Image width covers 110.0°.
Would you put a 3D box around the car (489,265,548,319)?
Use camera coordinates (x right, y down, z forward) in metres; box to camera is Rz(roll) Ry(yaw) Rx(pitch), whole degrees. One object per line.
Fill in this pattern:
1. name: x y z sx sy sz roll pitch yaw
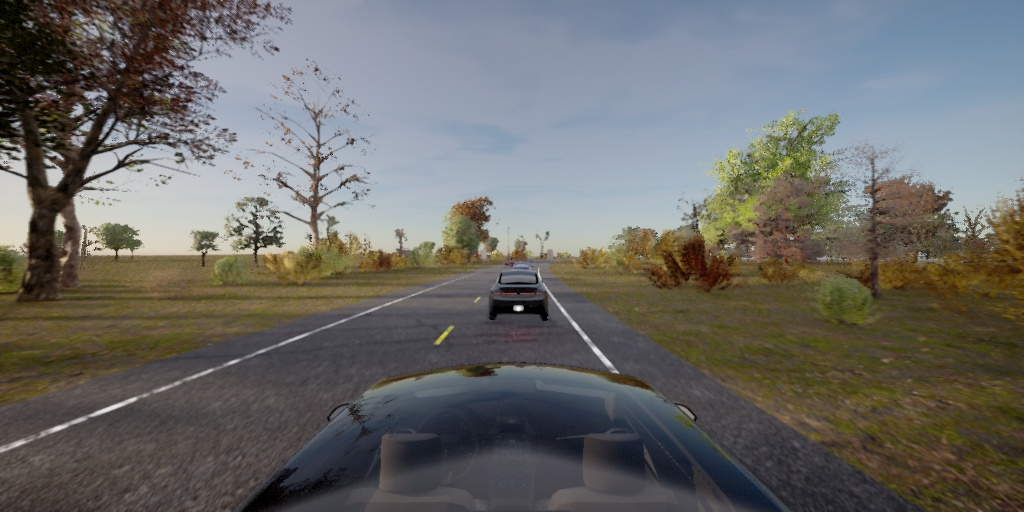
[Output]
1. car: 0.229 1.246 12.677 1.837 1.490 4.892 0 0 1

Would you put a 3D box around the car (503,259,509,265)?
1. car: -0.378 1.271 63.914 1.895 1.301 4.718 0 0 6

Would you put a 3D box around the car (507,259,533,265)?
1. car: 0.823 1.245 30.772 1.812 1.442 4.674 0 0 3
